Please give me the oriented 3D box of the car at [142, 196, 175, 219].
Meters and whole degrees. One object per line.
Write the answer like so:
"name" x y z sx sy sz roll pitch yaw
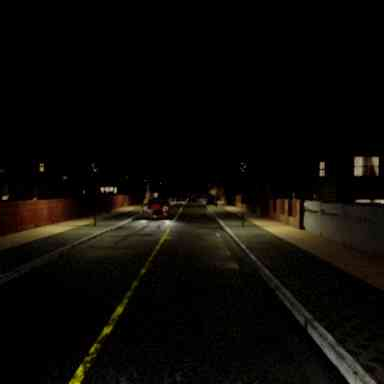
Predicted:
"car" -2.829 1.269 27.599 2.097 1.767 4.553 0 0 0

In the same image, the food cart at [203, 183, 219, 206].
"food cart" 3.085 0.296 54.799 2.280 3.560 4.660 1 1 0

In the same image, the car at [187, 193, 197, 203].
"car" 0.041 1.354 62.163 2.033 1.411 5.357 0 0 0

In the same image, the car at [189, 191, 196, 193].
"car" 0.053 0.825 78.270 2.150 2.045 5.566 0 0 0

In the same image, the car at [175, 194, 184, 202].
"car" -2.703 1.276 69.155 1.837 1.490 4.892 0 0 0
